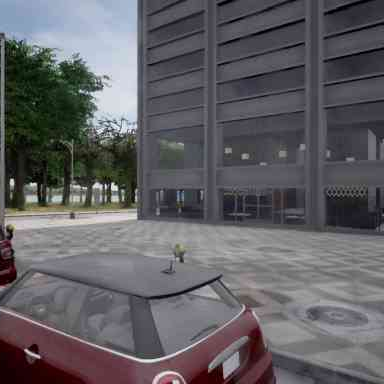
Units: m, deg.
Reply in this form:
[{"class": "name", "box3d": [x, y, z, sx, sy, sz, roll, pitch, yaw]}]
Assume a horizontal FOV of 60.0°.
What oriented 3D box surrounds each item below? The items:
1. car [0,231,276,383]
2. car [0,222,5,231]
[{"class": "car", "box3d": [-1.257, 1.440, 3.855, 4.097, 1.590, 1.967, 0, 0, 35]}, {"class": "car", "box3d": [-5.686, 1.315, 7.010, 5.009, 1.841, 2.192, 0, 0, 35]}]
